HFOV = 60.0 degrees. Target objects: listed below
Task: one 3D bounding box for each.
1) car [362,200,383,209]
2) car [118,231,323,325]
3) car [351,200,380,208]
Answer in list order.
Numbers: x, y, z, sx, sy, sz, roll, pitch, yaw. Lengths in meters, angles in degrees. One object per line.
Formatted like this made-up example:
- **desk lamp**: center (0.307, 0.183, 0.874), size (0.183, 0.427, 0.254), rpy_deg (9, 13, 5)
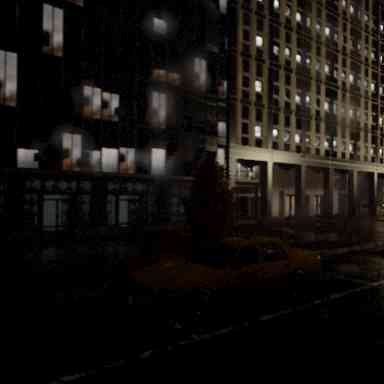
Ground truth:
- **car**: center (27.402, 1.948, 50.393), size (2.008, 1.369, 4.403), rpy_deg (1, -1, -35)
- **car**: center (0.868, 1.575, 7.180), size (4.829, 1.417, 1.752), rpy_deg (1, 0, -36)
- **car**: center (31.143, 2.086, 59.712), size (1.802, 1.307, 4.206), rpy_deg (1, -1, -35)
